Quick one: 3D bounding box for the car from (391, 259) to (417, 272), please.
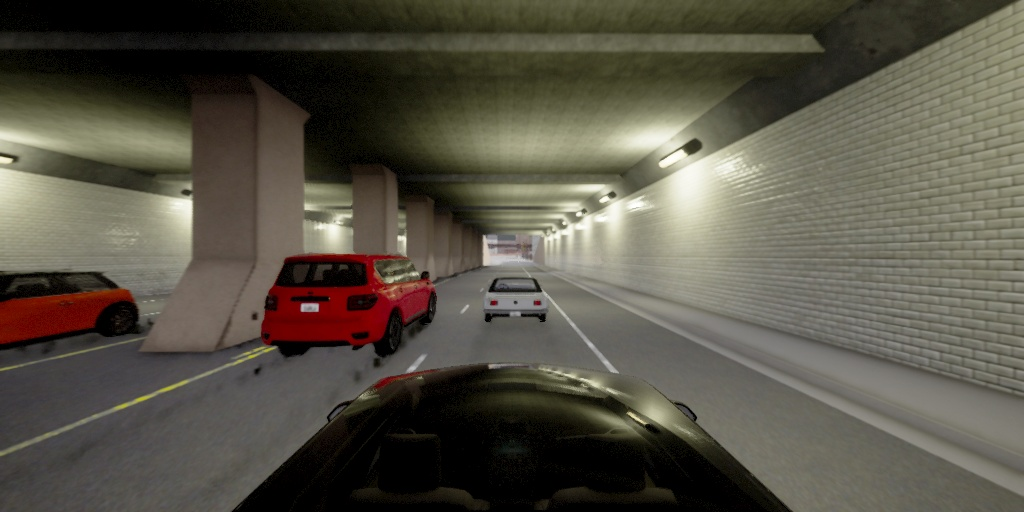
[{"bbox_3d":[-14.068,1.169,46.997,1.882,1.535,5.008,0,0,0],"label":"car"}]

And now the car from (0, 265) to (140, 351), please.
[{"bbox_3d":[-10.600,1.092,7.188,2.097,1.767,4.553,0,0,0],"label":"car"}]

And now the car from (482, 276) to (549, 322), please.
[{"bbox_3d":[0.102,1.338,12.235,1.895,1.301,4.718,0,0,0],"label":"car"}]

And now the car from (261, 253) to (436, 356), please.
[{"bbox_3d":[-3.398,0.962,8.714,2.150,2.045,5.566,0,0,0],"label":"car"}]
